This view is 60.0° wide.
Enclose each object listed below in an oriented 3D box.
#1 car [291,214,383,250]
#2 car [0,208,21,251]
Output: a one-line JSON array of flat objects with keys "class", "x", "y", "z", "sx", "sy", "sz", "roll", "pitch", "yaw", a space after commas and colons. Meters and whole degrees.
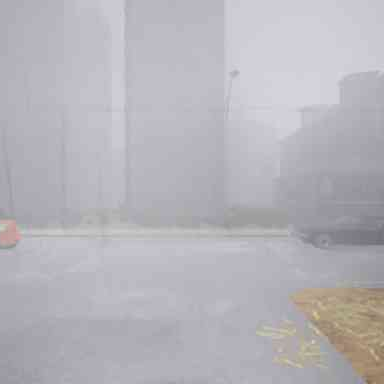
[{"class": "car", "x": 6.552, "y": 1.575, "z": 13.551, "sx": 4.718, "sy": 1.301, "sz": 1.895, "roll": 0, "pitch": 0, "yaw": 0}, {"class": "car", "x": -8.769, "y": 1.329, "z": 12.098, "sx": 4.553, "sy": 1.767, "sz": 2.097, "roll": 0, "pitch": 0, "yaw": 12}]
